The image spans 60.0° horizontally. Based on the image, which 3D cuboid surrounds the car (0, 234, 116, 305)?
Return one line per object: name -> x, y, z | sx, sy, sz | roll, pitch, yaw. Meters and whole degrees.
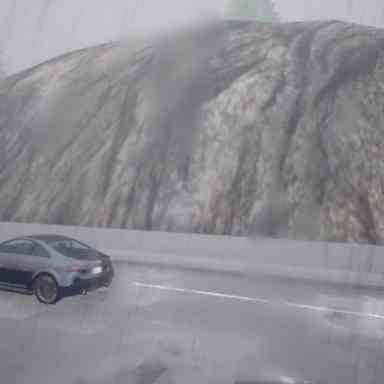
car -> -4.078, 1.787, 8.575 | 4.181, 1.385, 1.994 | 1, -2, 22
